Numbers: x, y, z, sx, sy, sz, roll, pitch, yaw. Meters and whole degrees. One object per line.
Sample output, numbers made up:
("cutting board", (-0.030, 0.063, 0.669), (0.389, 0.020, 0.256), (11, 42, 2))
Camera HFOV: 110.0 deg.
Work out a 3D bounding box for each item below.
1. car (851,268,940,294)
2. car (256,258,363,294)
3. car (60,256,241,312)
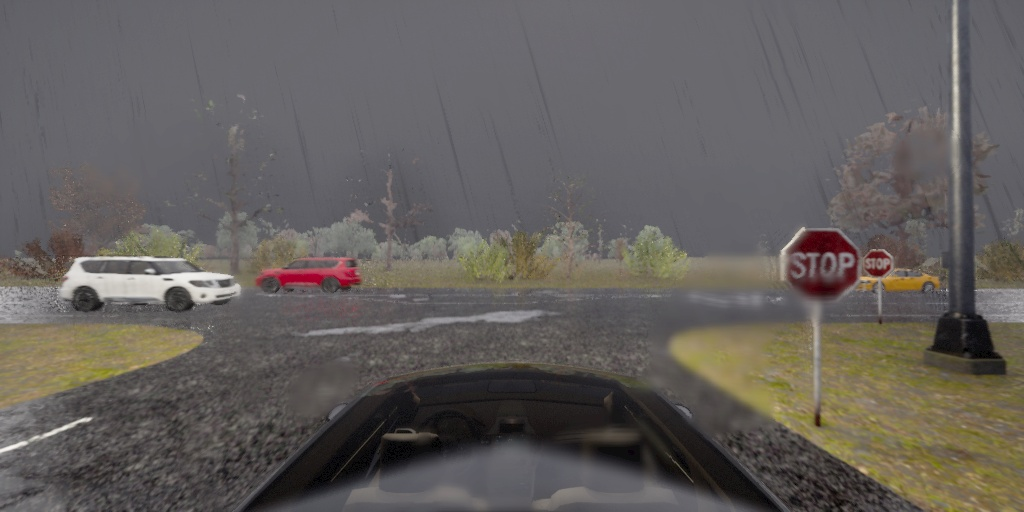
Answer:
("car", (23.265, 1.522, 22.139), (5.008, 1.535, 1.882), (0, 0, -2))
("car", (-11.796, 1.116, 21.170), (5.566, 2.045, 2.150), (0, 0, -2))
("car", (-13.996, 1.046, 14.099), (5.566, 2.045, 2.150), (0, 0, -2))
